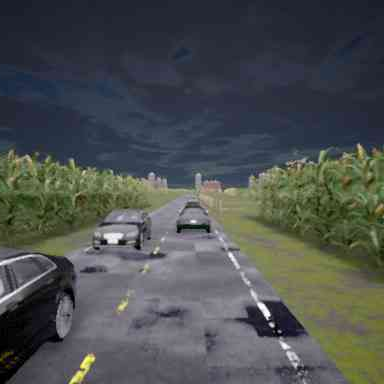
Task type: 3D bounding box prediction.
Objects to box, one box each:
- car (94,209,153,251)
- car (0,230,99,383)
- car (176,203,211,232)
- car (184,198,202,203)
[{"bbox_3d":[-2.800,1.497,14.296,2.128,1.511,4.902,0,0,0],"label":"car"},{"bbox_3d":[-2.838,1.494,3.688,2.128,1.511,4.902,0,0,0],"label":"car"},{"bbox_3d":[0.091,1.569,20.166,1.994,1.385,4.181,0,0,0],"label":"car"},{"bbox_3d":[0.105,1.500,39.730,1.837,1.490,4.892,0,0,0],"label":"car"}]
